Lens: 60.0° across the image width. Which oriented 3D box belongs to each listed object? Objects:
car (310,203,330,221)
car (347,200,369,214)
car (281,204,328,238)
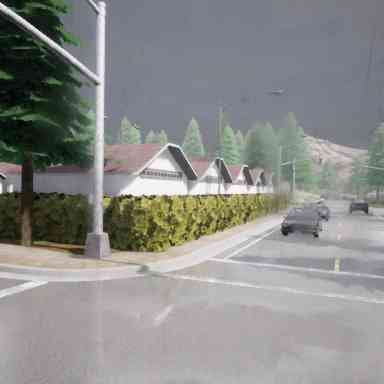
[{"bbox_3d":[10.485,1.644,27.951,1.994,1.385,4.181,1,0,25],"label":"car"},{"bbox_3d":[19.148,1.658,38.308,1.837,1.490,4.892,1,0,23],"label":"car"},{"bbox_3d":[6.376,1.620,18.925,2.033,1.411,5.357,1,0,24],"label":"car"}]
